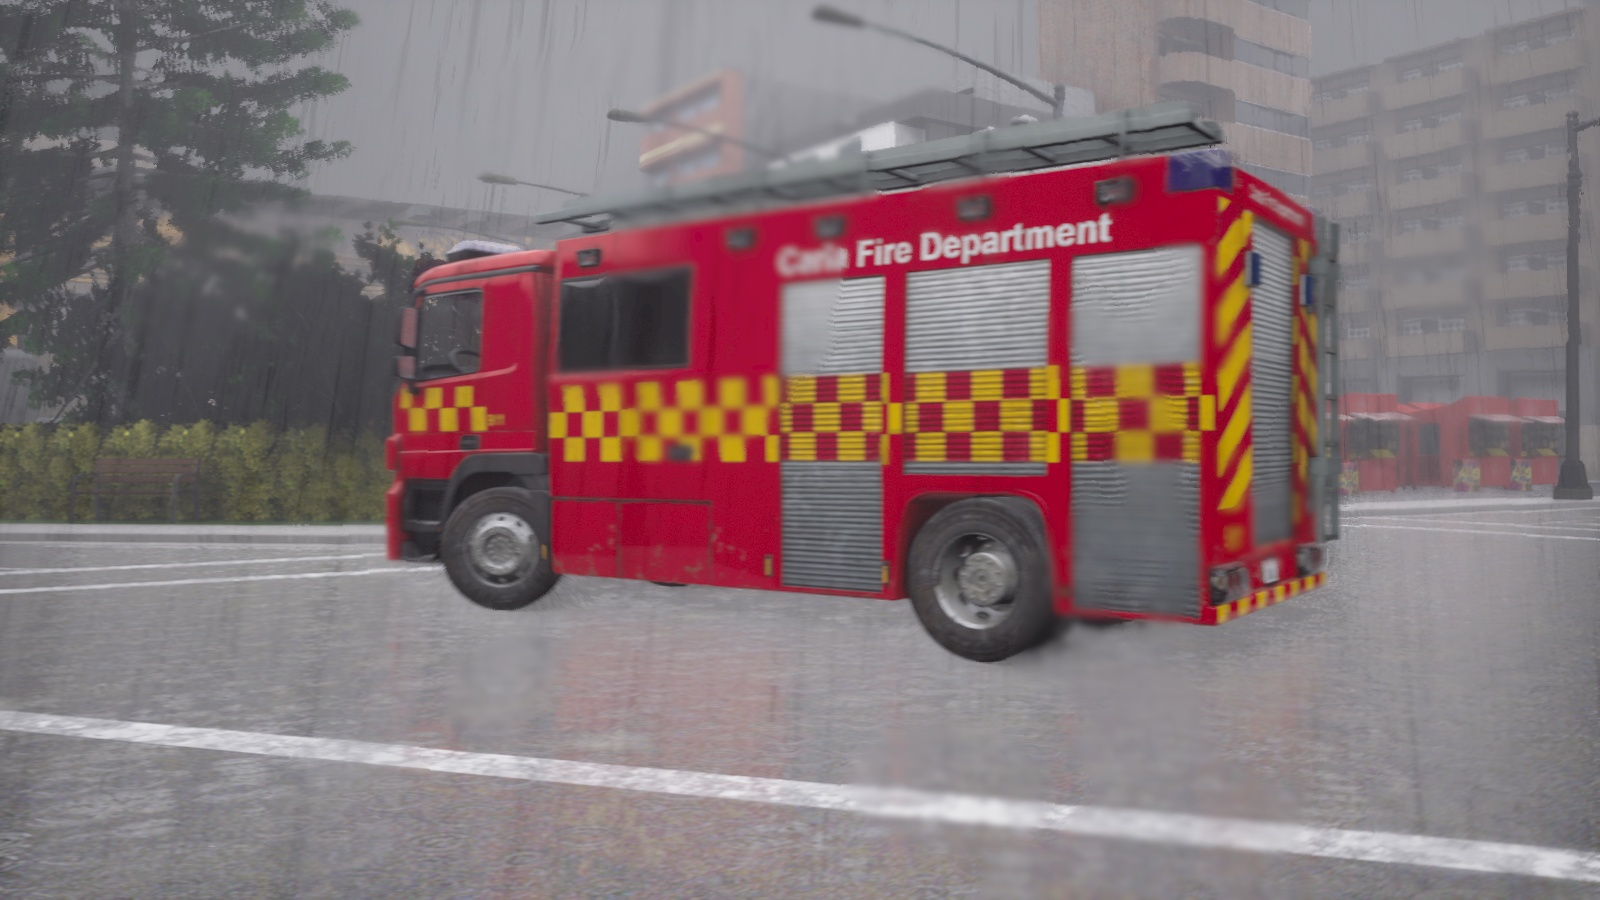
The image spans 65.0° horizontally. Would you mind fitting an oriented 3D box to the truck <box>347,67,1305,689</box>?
[{"bbox_3d":[-0.245,-0.427,11.353,8.468,3.827,2.891,0,0,35],"label":"truck"}]
